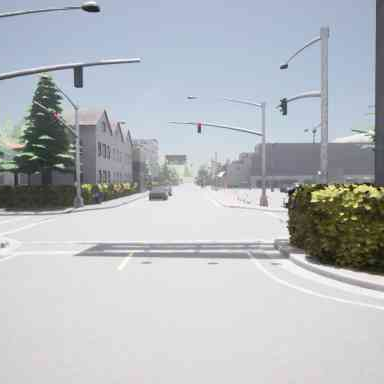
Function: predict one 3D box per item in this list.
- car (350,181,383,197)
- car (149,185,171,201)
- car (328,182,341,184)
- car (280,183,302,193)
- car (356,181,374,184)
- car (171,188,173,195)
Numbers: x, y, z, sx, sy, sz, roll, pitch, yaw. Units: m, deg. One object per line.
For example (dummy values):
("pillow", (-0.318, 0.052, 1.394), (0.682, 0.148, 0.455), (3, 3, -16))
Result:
("car", (22.149, -0.468, 42.170), (1.932, 1.855, 4.605), (-1, 2, -1))
("car", (-3.819, 0.131, 38.339), (1.882, 1.535, 5.008), (-1, 2, 0))
("car", (25.149, -1.045, 59.569), (2.152, 1.636, 5.027), (-1, 2, -1))
("car", (15.130, -0.536, 52.129), (2.007, 1.523, 4.514), (-1, 2, -1))
("car", (18.925, -0.181, 34.281), (1.905, 1.878, 3.866), (-1, 2, -1))
("car", (-3.863, -0.205, 48.470), (2.128, 1.511, 4.902), (-1, 2, 0))
